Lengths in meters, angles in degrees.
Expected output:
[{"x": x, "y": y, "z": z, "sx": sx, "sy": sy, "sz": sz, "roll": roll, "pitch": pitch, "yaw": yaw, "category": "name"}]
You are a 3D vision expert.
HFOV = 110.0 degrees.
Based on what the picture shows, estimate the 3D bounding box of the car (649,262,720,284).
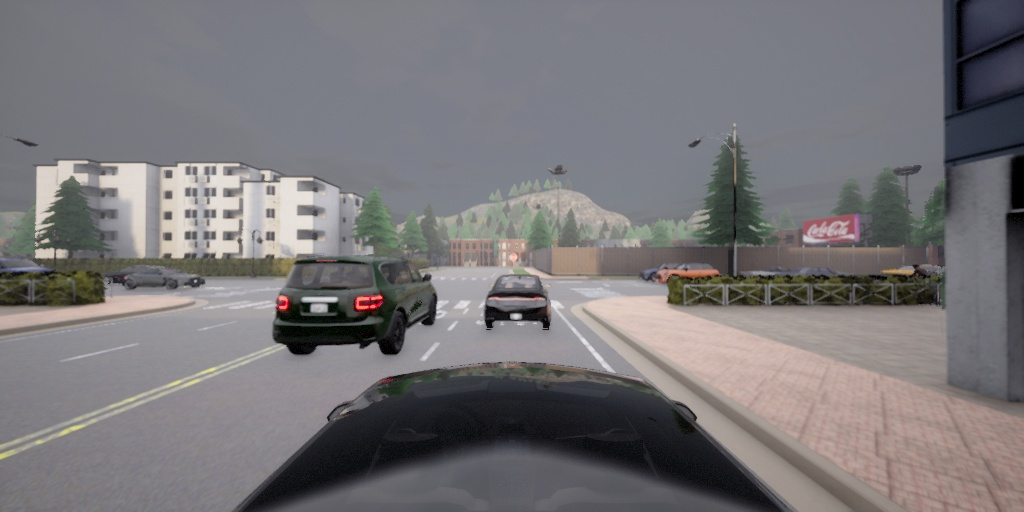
[{"x": 13.421, "y": 1.336, "z": 27.644, "sx": 4.553, "sy": 1.767, "sz": 2.097, "roll": 0, "pitch": -1, "yaw": 0, "category": "car"}]

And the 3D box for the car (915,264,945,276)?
[{"x": 34.421, "y": 1.333, "z": 27.394, "sx": 4.553, "sy": 1.767, "sz": 2.097, "roll": 0, "pitch": -1, "yaw": 3, "category": "car"}]

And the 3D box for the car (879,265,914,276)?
[{"x": 34.707, "y": 1.491, "z": 30.924, "sx": 5.008, "sy": 1.535, "sz": 1.882, "roll": 0, "pitch": -1, "yaw": 1, "category": "car"}]

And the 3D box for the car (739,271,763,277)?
[{"x": 22.431, "y": 1.616, "z": 31.077, "sx": 4.718, "sy": 1.301, "sz": 1.895, "roll": 0, "pitch": -1, "yaw": 0, "category": "car"}]

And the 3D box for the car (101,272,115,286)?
[{"x": -28.832, "y": 1.464, "z": 27.722, "sx": 5.008, "sy": 1.535, "sz": 1.882, "roll": 0, "pitch": -1, "yaw": 0, "category": "car"}]

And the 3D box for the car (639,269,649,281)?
[{"x": 13.441, "y": 1.368, "z": 31.143, "sx": 4.553, "sy": 1.767, "sz": 2.097, "roll": 0, "pitch": -1, "yaw": 0, "category": "car"}]

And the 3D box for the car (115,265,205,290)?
[{"x": -23.240, "y": 1.517, "z": 24.028, "sx": 4.181, "sy": 1.385, "sz": 1.994, "roll": 0, "pitch": -1, "yaw": -2, "category": "car"}]

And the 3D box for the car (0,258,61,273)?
[{"x": -33.686, "y": 1.175, "z": 23.994, "sx": 5.566, "sy": 2.045, "sz": 2.150, "roll": 0, "pitch": -1, "yaw": 0, "category": "car"}]

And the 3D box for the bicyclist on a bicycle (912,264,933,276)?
[{"x": 18.362, "y": 1.181, "z": 16.130, "sx": 0.582, "sy": 1.620, "sz": 1.656, "roll": 0, "pitch": -1, "yaw": 0, "category": "bicyclist on a bicycle"}]

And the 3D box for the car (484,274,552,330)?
[{"x": 0.247, "y": 1.331, "z": 11.506, "sx": 2.128, "sy": 1.511, "sz": 4.902, "roll": 0, "pitch": 0, "yaw": 3, "category": "car"}]

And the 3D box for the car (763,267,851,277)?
[{"x": 22.891, "y": 1.531, "z": 27.578, "sx": 5.357, "sy": 1.411, "sz": 2.033, "roll": 0, "pitch": -1, "yaw": 0, "category": "car"}]

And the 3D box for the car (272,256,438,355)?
[{"x": -3.407, "y": 1.038, "z": 9.011, "sx": 2.150, "sy": 2.045, "sz": 5.566, "roll": 0, "pitch": -1, "yaw": 0, "category": "car"}]
